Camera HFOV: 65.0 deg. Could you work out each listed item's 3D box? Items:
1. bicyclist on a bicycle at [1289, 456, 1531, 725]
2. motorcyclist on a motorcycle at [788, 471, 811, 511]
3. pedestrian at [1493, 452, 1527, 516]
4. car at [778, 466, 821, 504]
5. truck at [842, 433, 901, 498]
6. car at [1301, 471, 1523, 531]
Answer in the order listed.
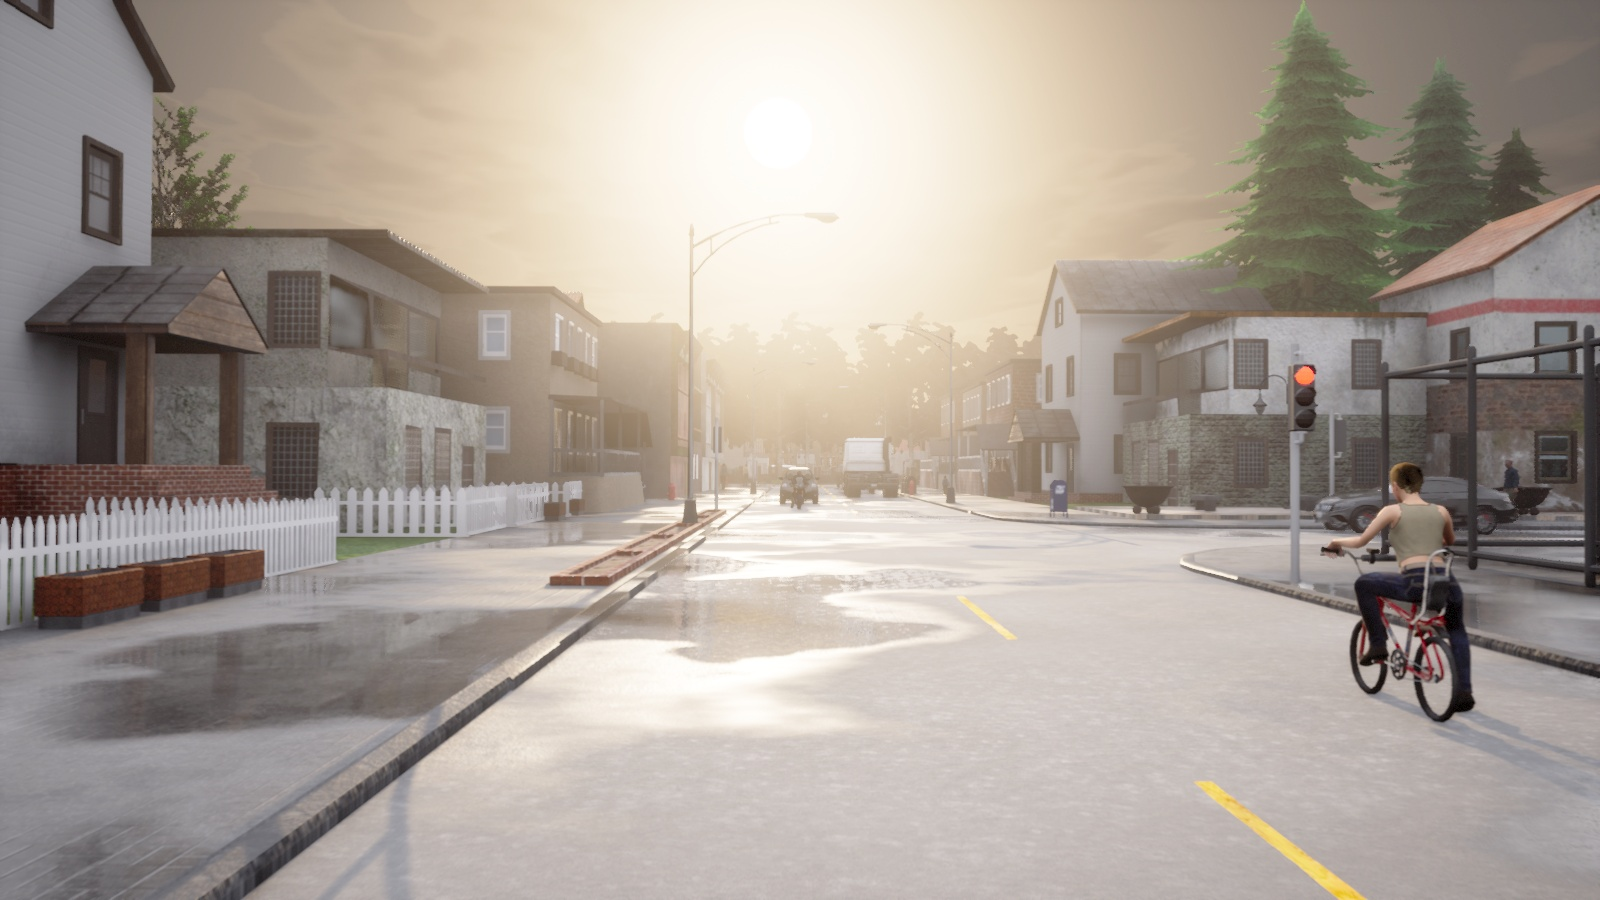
[{"bbox_3d":[3.961,0.857,8.304,0.866,1.612,1.509,0,-1,1],"label":"bicyclist on a bicycle"},{"bbox_3d":[-0.024,1.590,49.594,0.866,1.530,2.191,0,-1,0],"label":"motorcyclist on a motorcycle"},{"bbox_3d":[20.667,0.986,36.560,0.726,1.842,0.402,0,-1,-5],"label":"pedestrian"},{"bbox_3d":[-0.032,1.564,56.992,1.851,1.617,3.988,0,-1,0],"label":"car"},{"bbox_3d":[3.956,0.881,71.182,2.891,3.462,7.936,0,-1,0],"label":"truck"},{"bbox_3d":[15.278,1.248,31.505,4.674,1.442,1.812,0,-1,0],"label":"car"}]
